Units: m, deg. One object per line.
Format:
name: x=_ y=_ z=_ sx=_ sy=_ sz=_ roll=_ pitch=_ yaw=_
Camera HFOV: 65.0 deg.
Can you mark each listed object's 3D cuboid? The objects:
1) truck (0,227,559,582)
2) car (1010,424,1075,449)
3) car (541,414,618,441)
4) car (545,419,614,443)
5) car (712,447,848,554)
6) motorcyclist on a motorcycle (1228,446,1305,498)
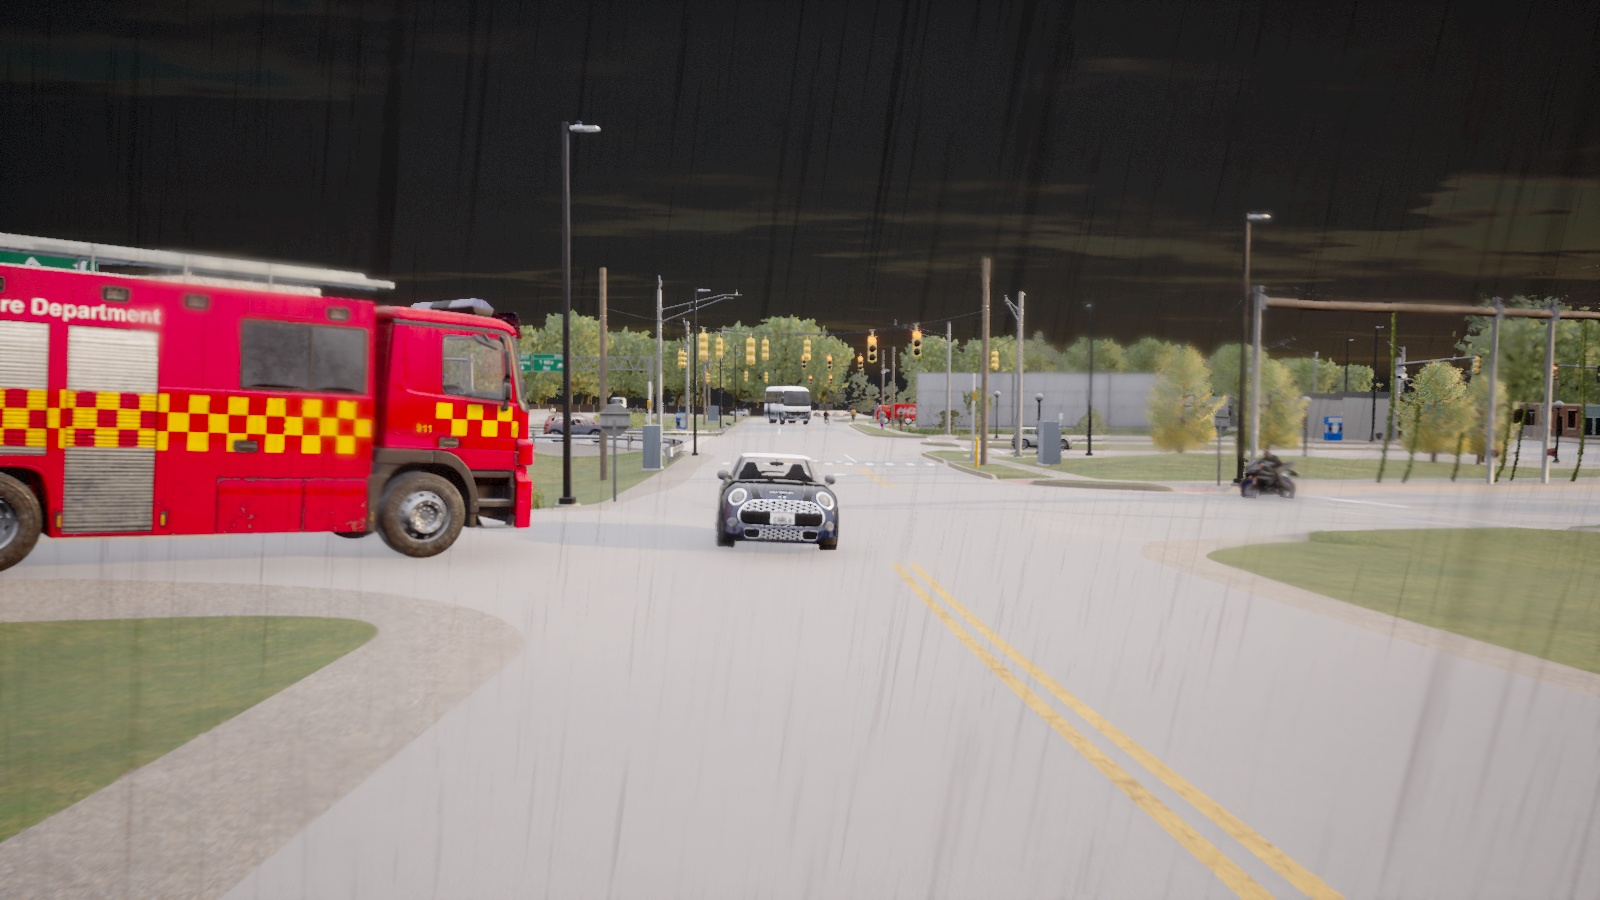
truck: x=-7.668 y=-0.515 z=16.231 sx=8.468 sy=3.827 sz=2.891 roll=1 pitch=2 yaw=-40
car: x=15.795 y=-0.878 z=81.990 sx=3.806 sy=1.475 sz=1.970 roll=1 pitch=3 yaw=0
car: x=-14.159 y=-1.450 z=80.782 sx=4.611 sy=1.667 sz=2.242 roll=0 pitch=2 yaw=-3
car: x=-13.485 y=-1.169 z=77.062 sx=3.806 sy=1.475 sz=1.970 roll=0 pitch=2 yaw=3
car: x=-0.437 y=0.765 z=20.934 sx=1.970 sy=1.475 sz=3.806 roll=2 pitch=1 yaw=-5
motorcyclist on a motorcycle: x=14.282 y=0.665 z=38.406 sx=2.191 sy=1.530 sz=0.866 roll=0 pitch=3 yaw=-26
